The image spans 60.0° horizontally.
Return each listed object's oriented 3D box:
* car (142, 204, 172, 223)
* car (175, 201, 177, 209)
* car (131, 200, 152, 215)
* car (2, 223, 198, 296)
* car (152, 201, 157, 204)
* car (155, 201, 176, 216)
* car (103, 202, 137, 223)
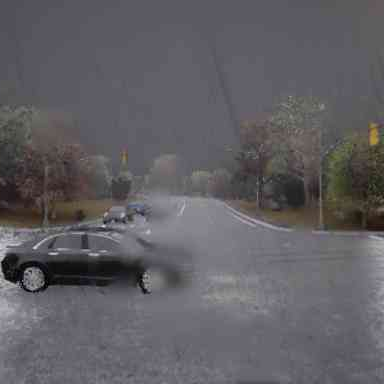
[{"bbox_3d":[-3.469,2.315,34.046,2.033,1.411,5.357,0,-1,0],"label":"car"},{"bbox_3d":[-3.356,2.186,53.754,1.837,1.490,4.892,0,2,1],"label":"car"},{"bbox_3d":[-6.925,2.032,42.910,2.150,2.045,5.566,0,0,1],"label":"car"},{"bbox_3d":[-2.289,1.693,8.651,4.892,1.490,1.837,0,-1,4],"label":"car"},{"bbox_3d":[-6.816,2.201,57.479,1.895,1.301,4.718,0,1,1],"label":"car"},{"bbox_3d":[-3.421,2.334,43.580,1.812,1.442,4.674,0,0,0],"label":"car"},{"bbox_3d":[-7.016,2.093,32.067,2.097,1.767,4.553,0,-1,2],"label":"car"}]
